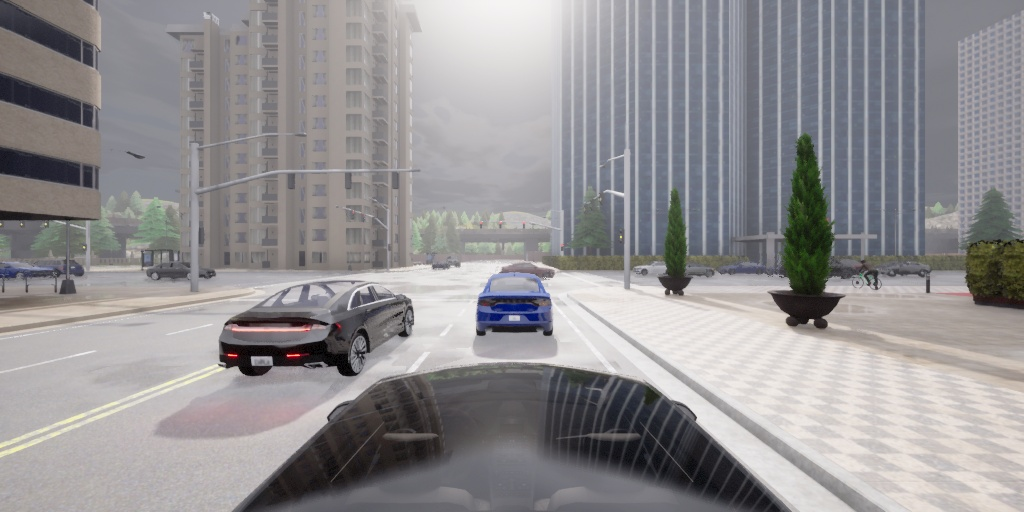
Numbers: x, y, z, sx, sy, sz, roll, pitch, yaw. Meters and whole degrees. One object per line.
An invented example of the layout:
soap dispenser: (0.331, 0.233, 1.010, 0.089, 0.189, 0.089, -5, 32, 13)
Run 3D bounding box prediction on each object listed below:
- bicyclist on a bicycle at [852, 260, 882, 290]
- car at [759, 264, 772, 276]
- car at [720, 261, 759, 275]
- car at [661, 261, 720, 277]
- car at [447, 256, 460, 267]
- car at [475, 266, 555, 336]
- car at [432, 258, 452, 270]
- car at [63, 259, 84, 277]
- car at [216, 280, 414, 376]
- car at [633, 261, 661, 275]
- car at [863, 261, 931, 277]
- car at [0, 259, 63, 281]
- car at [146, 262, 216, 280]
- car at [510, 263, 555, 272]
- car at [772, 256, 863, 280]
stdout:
bicyclist on a bicycle: (19.628, 1.051, 19.865, 0.582, 1.620, 1.656, 0, 0, -1)
car: (26.906, 1.276, 34.420, 4.674, 1.442, 1.812, 0, 0, 0)
car: (24.266, 1.276, 37.896, 4.674, 1.442, 1.812, 0, 0, 0)
car: (16.987, 1.314, 34.321, 4.181, 1.385, 1.994, 0, 0, -1)
car: (-10.602, 0.971, 64.221, 2.150, 2.045, 5.566, 0, 0, 0)
car: (0.069, 1.228, 10.429, 1.882, 1.535, 5.008, 0, 0, 0)
car: (-10.633, 1.351, 53.547, 1.895, 1.301, 4.718, 0, 0, 0)
car: (-43.391, 1.102, 33.659, 4.553, 1.767, 2.097, 0, 0, -1)
car: (-3.447, 1.242, 7.390, 2.128, 1.511, 4.902, 0, 0, 0)
car: (15.183, 1.276, 37.802, 4.674, 1.442, 1.812, 0, 0, -1)
car: (37.227, 1.242, 34.521, 4.902, 1.511, 2.128, 0, 0, 0)
car: (-41.542, 1.227, 30.020, 5.008, 1.535, 1.882, 0, 0, 0)
car: (-27.715, 1.255, 30.138, 4.892, 1.490, 1.837, 0, 0, -1)
car: (1.317, 1.276, 30.449, 4.674, 1.442, 1.812, 0, 0, -1)
car: (26.077, 0.971, 30.720, 5.566, 2.045, 2.150, 0, 0, -1)
